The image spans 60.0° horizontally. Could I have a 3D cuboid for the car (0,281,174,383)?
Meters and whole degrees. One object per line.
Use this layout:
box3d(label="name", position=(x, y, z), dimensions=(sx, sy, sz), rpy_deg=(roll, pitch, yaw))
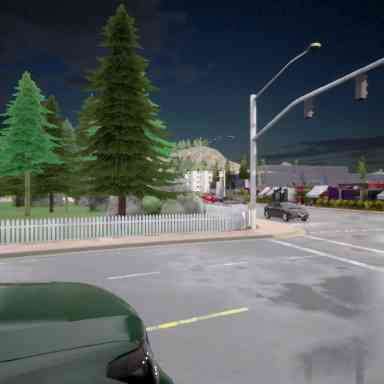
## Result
box3d(label="car", position=(-2.779, 1.221, 1.653), dimensions=(5.566, 2.045, 2.150), rpy_deg=(0, 0, -36))

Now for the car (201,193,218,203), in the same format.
box3d(label="car", position=(2.844, 1.277, 69.594), dimensions=(2.150, 2.045, 5.566), rpy_deg=(0, 0, -17))

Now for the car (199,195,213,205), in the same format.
box3d(label="car", position=(1.049, 1.561, 50.103), dimensions=(1.837, 1.490, 4.892), rpy_deg=(0, 0, -16))

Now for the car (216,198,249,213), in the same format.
box3d(label="car", position=(4.694, 1.656, 37.624), dimensions=(1.895, 1.301, 4.718), rpy_deg=(0, 0, -16))

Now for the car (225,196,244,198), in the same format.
box3d(label="car", position=(8.616, 1.547, 62.284), dimensions=(2.128, 1.511, 4.902), rpy_deg=(0, 0, -16))

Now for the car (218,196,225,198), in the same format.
box3d(label="car", position=(5.989, 1.559, 71.147), dimensions=(1.837, 1.490, 4.892), rpy_deg=(0, 0, -16))

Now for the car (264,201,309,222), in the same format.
box3d(label="car", position=(7.671, 1.560, 27.462), dimensions=(1.837, 1.490, 4.892), rpy_deg=(0, 0, -16))
